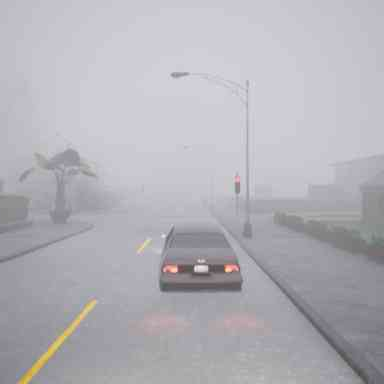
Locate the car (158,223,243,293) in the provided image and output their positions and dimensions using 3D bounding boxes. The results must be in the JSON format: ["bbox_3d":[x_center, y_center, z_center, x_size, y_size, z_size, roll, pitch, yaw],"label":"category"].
[{"bbox_3d":[0.113,1.543,8.990,2.033,1.411,5.357,0,0,-2],"label":"car"}]

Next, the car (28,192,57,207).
[{"bbox_3d":[-19.763,0.965,43.903,1.905,1.878,3.866,0,0,35],"label":"car"}]
